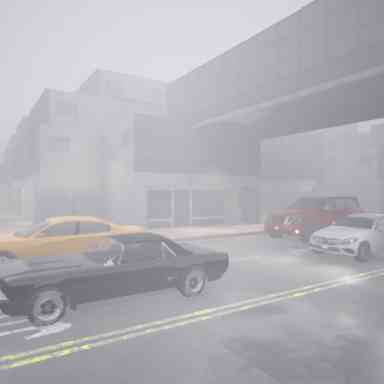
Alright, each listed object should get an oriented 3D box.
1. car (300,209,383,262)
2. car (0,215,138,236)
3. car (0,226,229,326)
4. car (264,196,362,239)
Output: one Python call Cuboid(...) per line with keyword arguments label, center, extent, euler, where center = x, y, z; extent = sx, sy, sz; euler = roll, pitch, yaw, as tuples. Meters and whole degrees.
Cuboid(label="car", center=(6.333, 1.526, 12.180), extent=(4.674, 1.442, 1.812), euler=(0, 0, -32))
Cuboid(label="car", center=(-3.859, 1.478, 9.927), extent=(5.008, 1.535, 1.882), euler=(0, 0, -30))
Cuboid(label="car", center=(-1.587, 1.601, 7.125), extent=(4.718, 1.301, 1.895), euler=(0, 0, -32))
Cuboid(label="car", center=(6.062, 1.220, 16.161), extent=(5.566, 2.045, 2.150), euler=(0, 0, -33))
